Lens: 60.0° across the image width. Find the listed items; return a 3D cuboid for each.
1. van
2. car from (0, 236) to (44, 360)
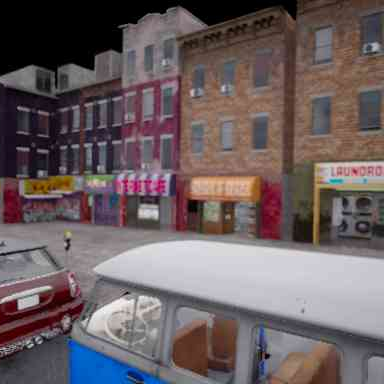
[{"bbox_3d":[0.824,1.341,2.197,3.998,1.788,1.690,0,1,36],"label":"van"},{"bbox_3d":[-3.679,1.440,5.413,4.097,1.590,1.967,0,1,36],"label":"car"}]
